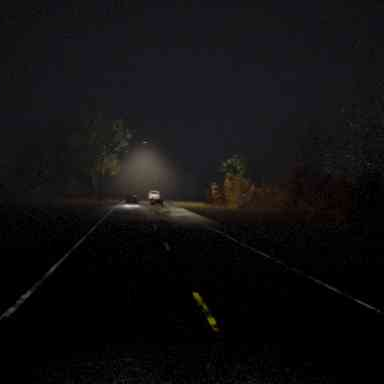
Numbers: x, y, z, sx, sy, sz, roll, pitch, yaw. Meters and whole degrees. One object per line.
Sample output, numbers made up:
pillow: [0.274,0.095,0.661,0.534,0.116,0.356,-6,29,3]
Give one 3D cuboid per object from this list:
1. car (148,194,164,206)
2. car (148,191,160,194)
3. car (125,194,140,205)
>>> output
car: [-5.281,1.341,50.039,1.895,1.301,4.718,2,0,-8]
car: [-7.732,0.822,67.966,2.150,2.045,5.566,2,0,-6]
car: [-9.082,1.074,50.736,2.128,1.511,4.902,2,0,-8]
